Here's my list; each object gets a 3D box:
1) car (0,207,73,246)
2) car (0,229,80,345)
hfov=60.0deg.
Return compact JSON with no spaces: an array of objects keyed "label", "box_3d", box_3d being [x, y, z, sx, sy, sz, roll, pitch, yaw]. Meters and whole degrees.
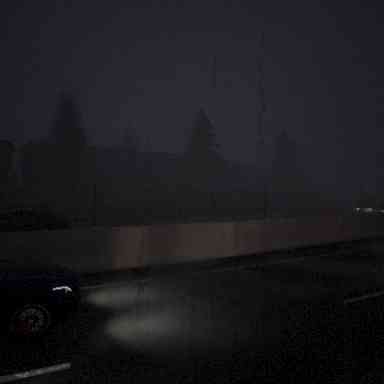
[{"label":"car","box_3d":[-8.072,1.501,15.011,4.892,1.490,1.837,0,0,-27]},{"label":"car","box_3d":[-4.136,1.528,4.976,4.674,1.442,1.812,0,0,-26]}]
